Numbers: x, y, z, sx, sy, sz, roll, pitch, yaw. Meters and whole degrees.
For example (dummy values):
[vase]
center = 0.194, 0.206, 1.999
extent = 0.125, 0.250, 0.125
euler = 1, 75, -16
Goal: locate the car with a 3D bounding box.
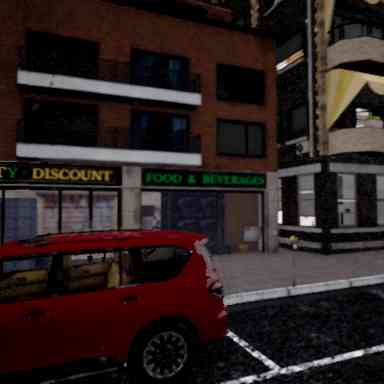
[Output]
[car]
center = -1.926, 1.522, 4.512
extent = 5.009, 1.841, 2.192
euler = 0, -1, -22
